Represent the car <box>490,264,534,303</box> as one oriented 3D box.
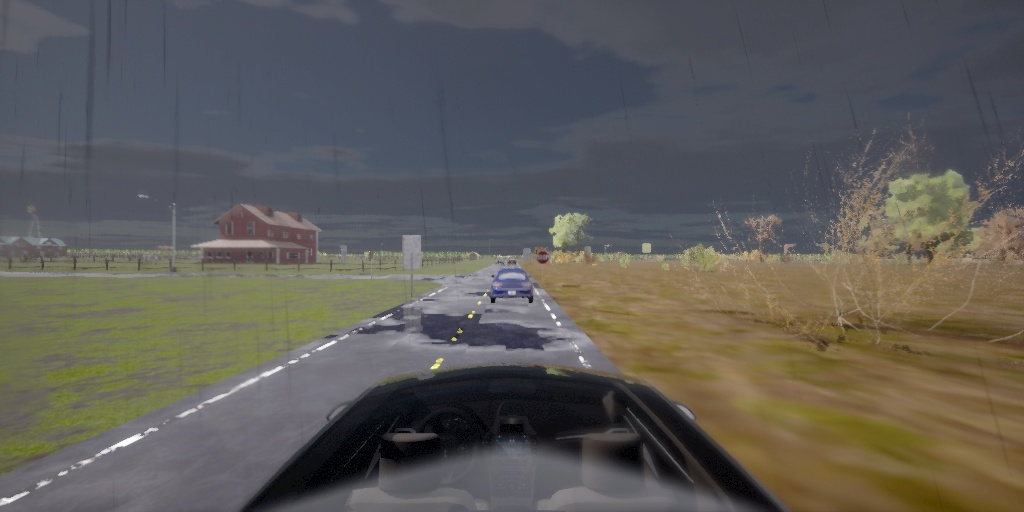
[{"bbox_3d":[0.000,1.285,16.500,1.812,1.442,4.674,0,0,0],"label":"car"}]
